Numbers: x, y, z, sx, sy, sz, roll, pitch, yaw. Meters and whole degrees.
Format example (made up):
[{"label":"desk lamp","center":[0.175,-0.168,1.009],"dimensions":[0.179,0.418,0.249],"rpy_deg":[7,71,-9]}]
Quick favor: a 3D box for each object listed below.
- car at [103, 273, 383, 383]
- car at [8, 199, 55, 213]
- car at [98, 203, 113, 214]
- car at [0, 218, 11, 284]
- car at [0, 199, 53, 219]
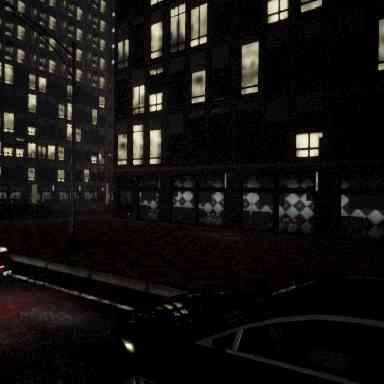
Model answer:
[{"label":"car","center":[1.327,1.491,2.734],"dimensions":[4.902,1.511,2.128],"rpy_deg":[0,0,35]},{"label":"car","center":[-19.166,1.642,39.915],"dimensions":[1.752,1.417,4.829],"rpy_deg":[1,0,36]},{"label":"car","center":[-8.870,1.830,39.768],"dimensions":[1.752,1.417,4.829],"rpy_deg":[1,0,36]},{"label":"car","center":[-6.356,1.487,8.188],"dimensions":[4.902,1.511,2.128],"rpy_deg":[0,0,36]},{"label":"car","center":[-15.653,1.519,30.546],"dimensions":[2.192,1.841,5.009],"rpy_deg":[1,0,36]}]
